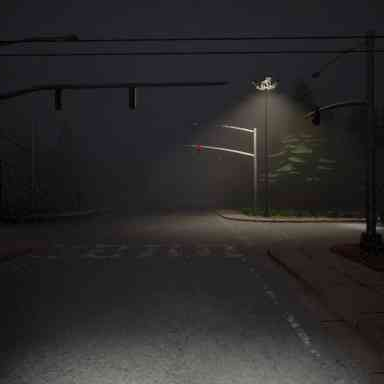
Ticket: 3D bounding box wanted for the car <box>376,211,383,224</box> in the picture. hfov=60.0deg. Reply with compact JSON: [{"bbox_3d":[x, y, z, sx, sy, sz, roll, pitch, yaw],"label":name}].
[{"bbox_3d":[14.897,1.513,22.164,4.892,1.490,1.837,0,0,1],"label":"car"}]
